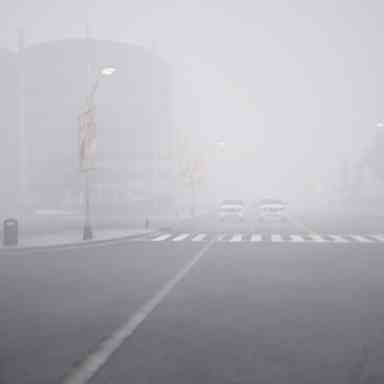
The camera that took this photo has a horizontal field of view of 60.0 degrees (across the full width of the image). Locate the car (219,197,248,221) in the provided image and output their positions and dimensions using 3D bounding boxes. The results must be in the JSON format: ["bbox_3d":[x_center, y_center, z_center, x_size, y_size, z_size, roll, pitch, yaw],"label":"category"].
[{"bbox_3d":[3.837,1.566,31.021,2.150,2.045,5.566,-1,-1,11],"label":"car"}]

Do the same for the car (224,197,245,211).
[{"bbox_3d":[6.448,1.780,51.042,2.150,2.045,5.566,-1,-1,-4],"label":"car"}]

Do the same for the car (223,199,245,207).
[{"bbox_3d":[8.704,2.202,68.960,1.837,1.490,4.892,-1,-1,-32],"label":"car"}]

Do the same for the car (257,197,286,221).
[{"bbox_3d":[7.274,1.496,30.359,2.150,2.045,5.566,-1,-1,11],"label":"car"}]

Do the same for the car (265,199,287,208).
[{"bbox_3d":[15.494,2.099,61.634,1.994,1.385,4.181,-1,-1,-18],"label":"car"}]

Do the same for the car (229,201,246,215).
[{"bbox_3d":[5.604,1.943,40.617,1.837,1.490,4.892,-1,-1,9],"label":"car"}]

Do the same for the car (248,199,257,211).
[{"bbox_3d":[9.974,2.080,49.806,1.895,1.301,4.718,-1,-1,-1],"label":"car"}]

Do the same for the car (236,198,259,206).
[{"bbox_3d":[11.800,2.136,70.591,1.882,1.535,5.008,-1,-1,-32],"label":"car"}]

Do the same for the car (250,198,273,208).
[{"bbox_3d":[12.406,1.917,59.717,2.097,1.767,4.553,-1,-1,-18],"label":"car"}]
